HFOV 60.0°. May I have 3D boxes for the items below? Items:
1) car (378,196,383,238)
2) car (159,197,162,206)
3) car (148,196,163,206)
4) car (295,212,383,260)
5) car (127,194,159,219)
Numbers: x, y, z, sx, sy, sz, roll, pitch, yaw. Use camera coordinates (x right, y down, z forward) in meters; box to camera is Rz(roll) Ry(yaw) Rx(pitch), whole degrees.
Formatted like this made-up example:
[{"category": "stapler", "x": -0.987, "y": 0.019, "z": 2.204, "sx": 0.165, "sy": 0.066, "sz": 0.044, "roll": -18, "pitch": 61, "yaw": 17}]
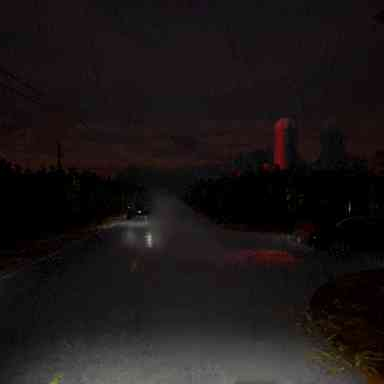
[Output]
[{"category": "car", "x": 12.072, "y": 1.215, "z": 15.591, "sx": 5.566, "sy": 2.045, "sz": 2.150, "roll": 0, "pitch": 0, "yaw": -2}, {"category": "car", "x": -5.090, "y": 1.487, "z": 41.173, "sx": 2.128, "sy": 1.511, "sz": 4.902, "roll": 0, "pitch": 0, "yaw": -4}, {"category": "car", "x": -5.956, "y": 1.489, "z": 54.904, "sx": 2.128, "sy": 1.511, "sz": 4.902, "roll": 0, "pitch": 0, "yaw": -3}, {"category": "car", "x": 6.214, "y": 1.490, "z": 11.807, "sx": 4.902, "sy": 1.511, "sz": 2.128, "roll": 0, "pitch": 0, "yaw": -1}, {"category": "car", "x": -4.313, "y": 1.220, "z": 29.005, "sx": 2.150, "sy": 2.045, "sz": 5.566, "roll": 0, "pitch": 0, "yaw": -4}]
